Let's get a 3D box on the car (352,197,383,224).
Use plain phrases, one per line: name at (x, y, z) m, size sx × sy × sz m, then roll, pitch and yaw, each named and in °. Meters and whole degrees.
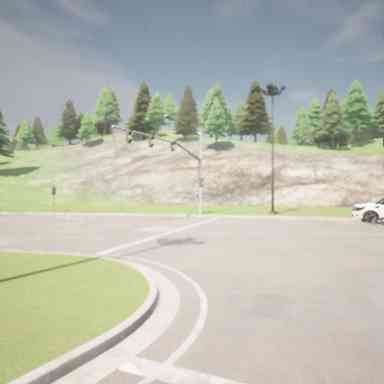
car at (14.194, 1.196, 23.085) m, size 5.566 × 2.045 × 2.150 m, roll 0°, pitch 0°, yaw 20°
